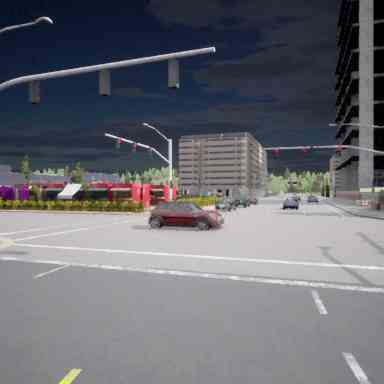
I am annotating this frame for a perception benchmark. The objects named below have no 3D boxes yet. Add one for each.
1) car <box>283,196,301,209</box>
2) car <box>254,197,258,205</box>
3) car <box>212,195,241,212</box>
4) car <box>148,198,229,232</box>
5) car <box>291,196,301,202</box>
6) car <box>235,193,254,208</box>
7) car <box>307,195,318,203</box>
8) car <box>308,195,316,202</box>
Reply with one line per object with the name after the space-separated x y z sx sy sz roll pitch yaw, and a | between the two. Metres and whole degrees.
13.351 1.564 44.746 1.994 1.385 4.181 0 0 19 | car
10.455 1.564 58.643 1.994 1.385 4.181 0 0 19 | car
4.090 1.491 39.726 2.128 1.511 4.902 0 0 19 | car
-0.319 1.396 20.476 4.553 1.767 2.097 0 0 19 | car
24.394 1.552 77.995 1.994 1.385 4.181 0 0 19 | car
7.239 1.221 49.113 2.150 2.045 5.566 0 0 18 | car
24.684 1.541 67.785 2.033 1.411 5.357 0 0 19 | car
27.967 1.524 77.643 1.812 1.442 4.674 0 0 19 | car
